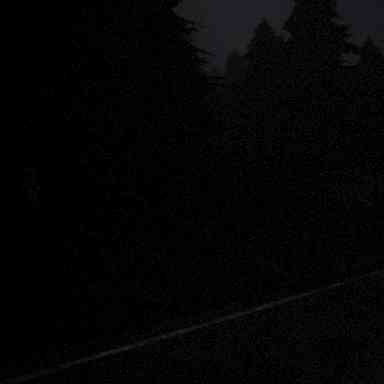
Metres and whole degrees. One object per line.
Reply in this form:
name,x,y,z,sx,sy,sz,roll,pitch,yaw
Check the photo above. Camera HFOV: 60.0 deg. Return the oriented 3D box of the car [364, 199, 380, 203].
car,30.173,1.960,56.658,4.553,1.767,2.097,-2,1,-39
